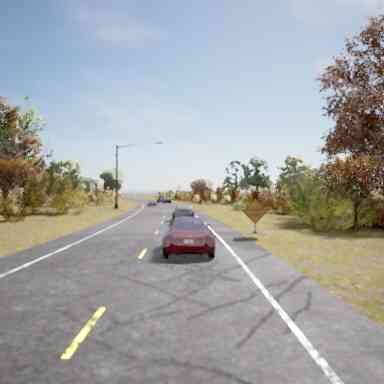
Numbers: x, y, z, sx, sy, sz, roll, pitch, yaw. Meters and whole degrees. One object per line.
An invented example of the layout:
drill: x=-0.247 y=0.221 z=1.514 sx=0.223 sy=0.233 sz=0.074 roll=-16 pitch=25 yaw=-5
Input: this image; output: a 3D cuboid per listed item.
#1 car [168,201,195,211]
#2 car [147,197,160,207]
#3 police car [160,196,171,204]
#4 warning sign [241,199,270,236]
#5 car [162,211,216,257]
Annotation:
car: x=-0.787 y=1.784 z=28.633 sx=2.128 sy=1.511 sz=4.902 roll=0 pitch=0 yaw=-3
car: x=-7.783 y=2.162 z=65.284 sx=1.812 sy=1.442 sz=4.674 roll=0 pitch=0 yaw=-7
police car: x=-6.553 y=2.253 z=87.260 sx=1.930 sy=1.638 sz=5.238 roll=0 pitch=0 yaw=-10
warning sign: x=3.276 y=1.294 z=17.286 sx=1.300 sy=1.860 sz=1.060 roll=0 pitch=0 yaw=-2
car: x=-0.152 y=1.706 z=13.547 sx=1.994 sy=1.385 sz=4.181 roll=0 pitch=-1 yaw=-1
